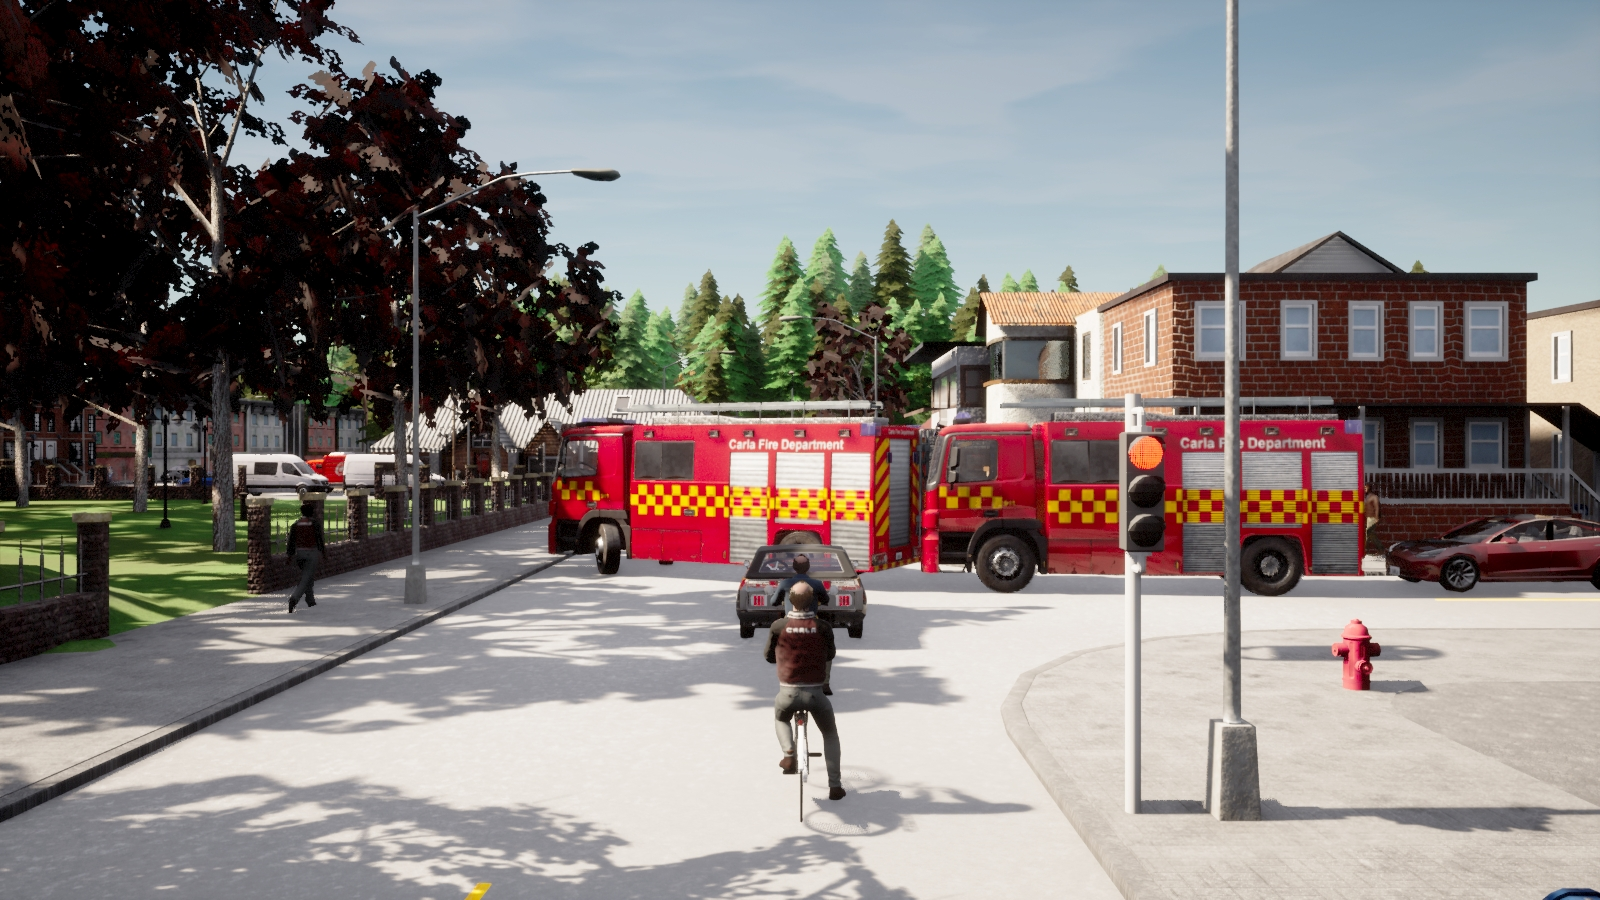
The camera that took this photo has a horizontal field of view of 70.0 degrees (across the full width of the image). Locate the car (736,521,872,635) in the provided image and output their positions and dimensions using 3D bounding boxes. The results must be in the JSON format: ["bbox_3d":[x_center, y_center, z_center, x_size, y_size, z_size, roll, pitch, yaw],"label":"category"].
[{"bbox_3d":[0.052,1.935,18.331,1.895,1.301,4.718,0,0,0],"label":"car"}]

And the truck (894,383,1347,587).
[{"bbox_3d":[6.224,0.669,23.379,8.468,3.827,2.891,0,0,6],"label":"truck"}]

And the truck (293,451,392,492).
[{"bbox_3d":[-29.087,1.337,72.766,5.204,2.467,2.627,-1,0,0],"label":"truck"}]

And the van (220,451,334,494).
[{"bbox_3d":[-31.465,1.314,68.839,5.915,2.561,1.988,0,0,1],"label":"van"}]

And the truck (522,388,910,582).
[{"bbox_3d":[-2.008,0.672,25.771,8.468,3.827,2.891,0,0,28],"label":"truck"}]

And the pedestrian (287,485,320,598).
[{"bbox_3d":[-8.301,1.525,19.102,0.375,1.860,0.375,0,0,3],"label":"pedestrian"}]

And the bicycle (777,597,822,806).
[{"bbox_3d":[-0.005,1.940,9.200,0.329,1.271,1.835,0,0,0],"label":"bicycle"}]

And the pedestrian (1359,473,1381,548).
[{"bbox_3d":[14.252,1.516,28.574,0.375,1.860,0.375,0,0,0],"label":"pedestrian"}]

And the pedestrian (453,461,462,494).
[{"bbox_3d":[-19.076,1.525,63.674,0.375,1.860,0.375,0,0,0],"label":"pedestrian"}]

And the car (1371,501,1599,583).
[{"bbox_3d":[14.631,1.843,23.389,4.792,1.488,2.163,0,0,0],"label":"car"}]

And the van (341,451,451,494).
[{"bbox_3d":[-24.299,1.314,68.785,5.915,2.561,1.988,0,0,1],"label":"van"}]
